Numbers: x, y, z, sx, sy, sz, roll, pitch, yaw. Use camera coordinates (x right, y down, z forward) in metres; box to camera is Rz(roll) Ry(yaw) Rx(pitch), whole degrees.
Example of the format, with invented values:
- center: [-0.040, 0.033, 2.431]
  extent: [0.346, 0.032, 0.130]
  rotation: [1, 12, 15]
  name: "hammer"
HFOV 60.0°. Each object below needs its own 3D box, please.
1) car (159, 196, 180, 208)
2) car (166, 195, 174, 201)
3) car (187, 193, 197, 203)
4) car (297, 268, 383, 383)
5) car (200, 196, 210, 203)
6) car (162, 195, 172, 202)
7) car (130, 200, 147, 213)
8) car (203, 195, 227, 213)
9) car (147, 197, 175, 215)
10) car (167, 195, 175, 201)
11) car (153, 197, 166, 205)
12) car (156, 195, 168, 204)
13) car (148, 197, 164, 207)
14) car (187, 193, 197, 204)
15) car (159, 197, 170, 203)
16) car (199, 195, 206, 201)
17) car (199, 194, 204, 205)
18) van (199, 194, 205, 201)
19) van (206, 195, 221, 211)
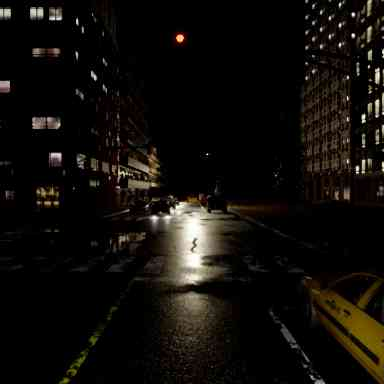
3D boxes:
- center: [-3.090, 1.567, 44.995]
  extent: [2.033, 1.411, 5.357]
  rotation: [0, 0, 0]
  name: "car"
- center: [-5.696, 1.611, 85.941]
  extent: [1.752, 1.417, 4.829]
  rotation: [0, 0, 0]
  name: "car"
- center: [0.000, 1.291, 75.861]
  extent: [2.150, 2.045, 5.566]
  rotation: [0, 0, 0]
  name: "car"
- center: [2.686, 1.525, 4.129]
  extent: [1.752, 1.417, 4.829]
  rotation: [0, 0, 0]
  name: "car"
- center: [2.684, 1.600, 69.532]
  extent: [1.887, 1.381, 4.507]
  rotation: [0, 0, 0]
  name: "car"
- center: [-5.697, 1.505, 75.058]
  extent: [1.967, 1.590, 4.097]
  rotation: [0, 0, 0]
  name: "car"
- center: [-5.694, 1.562, 36.371]
  extent: [2.008, 1.369, 4.403]
  rotation: [0, 0, 0]
  name: "car"
- center: [2.684, 1.326, 36.372]
  extent: [2.192, 1.841, 5.009]
  rotation: [0, 0, 0]
  name: "car"
- center: [-3.098, 1.557, 34.066]
  extent: [2.033, 1.411, 5.357]
  rotation: [0, 0, -2]
  name: "car"
- center: [-5.697, 1.642, 91.637]
  extent: [1.887, 1.381, 4.507]
  rotation: [0, 0, 0]
  name: "car"
- center: [-5.696, 1.582, 58.477]
  extent: [1.887, 1.381, 4.507]
  rotation: [0, 0, 0]
  name: "car"
- center: [-5.697, 1.487, 64.005]
  extent: [1.967, 1.590, 4.097]
  rotation: [0, 0, 0]
  name: "car"
- center: [-5.695, 1.580, 52.951]
  extent: [2.008, 1.369, 4.403]
  rotation: [0, 0, 0]
  name: "car"
- center: [0.098, 1.526, 65.386]
  extent: [1.882, 1.535, 5.008]
  rotation: [0, 0, 0]
  name: "car"
- center: [-5.696, 1.637, 69.532]
  extent: [1.802, 1.307, 4.206]
  rotation: [0, 0, 0]
  name: "car"
- center: [2.684, 1.611, 86.281]
  extent: [1.752, 1.417, 4.829]
  rotation: [0, 0, 0]
  name: "car"
- center: [2.683, 1.353, 58.478]
  extent: [2.192, 1.841, 5.009]
  rotation: [0, 0, 0]
  name: "car"
- center: [2.682, 1.439, 91.637]
  extent: [1.690, 1.788, 3.998]
  rotation: [0, 0, 0]
  name: "van"
- center: [2.684, 1.357, 41.898]
  extent: [1.690, 1.788, 3.998]
  rotation: [0, 0, 0]
  name: "van"
